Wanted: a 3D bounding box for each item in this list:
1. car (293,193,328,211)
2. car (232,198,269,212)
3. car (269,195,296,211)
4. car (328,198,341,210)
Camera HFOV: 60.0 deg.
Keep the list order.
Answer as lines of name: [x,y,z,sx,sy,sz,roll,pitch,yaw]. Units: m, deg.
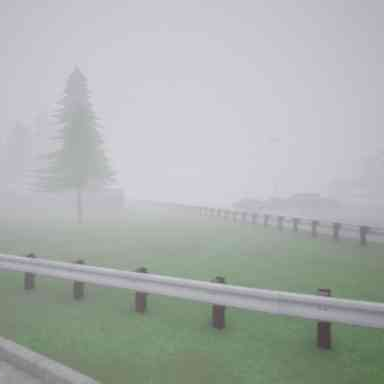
car: [13.070,1.162,39.689,2.150,2.045,5.566,0,0,-19]
car: [6.264,1.464,37.971,2.128,1.511,4.902,0,0,-19]
car: [9.578,1.449,39.095,2.128,1.511,4.902,0,0,-19]
car: [16.210,1.418,41.333,2.128,1.511,4.902,0,0,-19]
